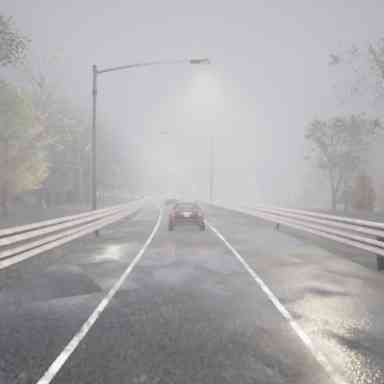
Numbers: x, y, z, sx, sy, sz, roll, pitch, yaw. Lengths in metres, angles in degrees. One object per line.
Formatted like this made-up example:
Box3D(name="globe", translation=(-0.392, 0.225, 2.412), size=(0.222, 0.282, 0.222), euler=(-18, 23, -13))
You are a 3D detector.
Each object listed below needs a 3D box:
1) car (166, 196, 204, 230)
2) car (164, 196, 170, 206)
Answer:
Box3D(name="car", translation=(-0.408, 1.355, 21.238), size=(2.097, 1.767, 4.553), euler=(0, 0, -3))
Box3D(name="car", translation=(-3.478, 1.451, 53.307), size=(1.882, 1.535, 5.008), euler=(0, 0, -8))
